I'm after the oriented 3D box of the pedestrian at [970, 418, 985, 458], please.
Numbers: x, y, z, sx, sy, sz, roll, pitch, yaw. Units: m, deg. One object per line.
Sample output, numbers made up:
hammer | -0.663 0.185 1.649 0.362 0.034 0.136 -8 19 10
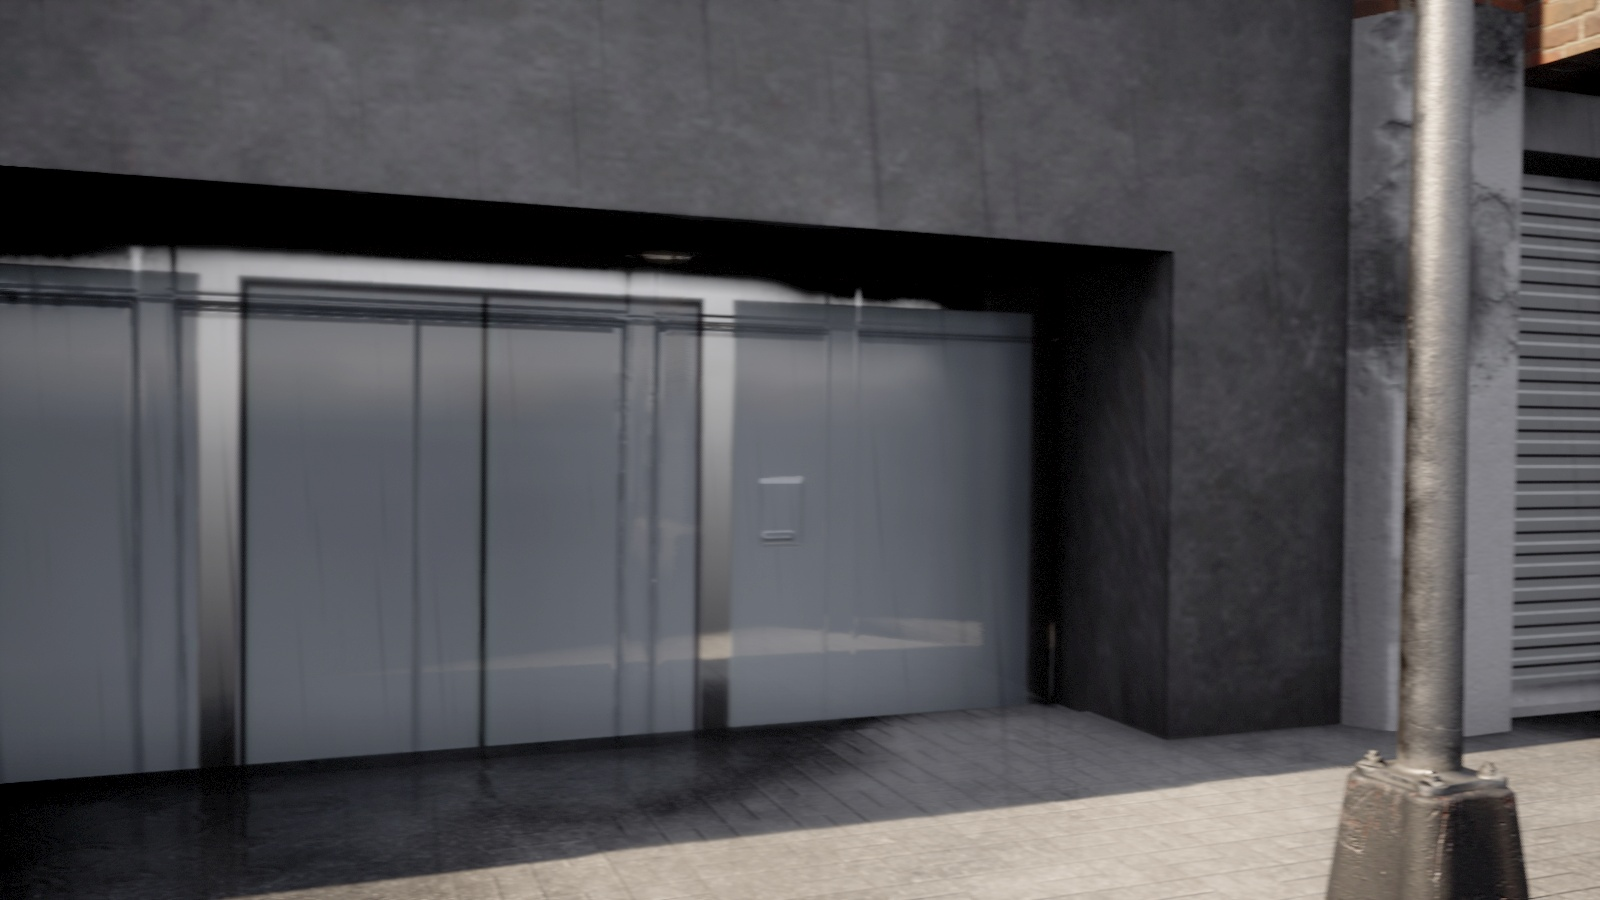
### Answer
pedestrian | 8.511 -0.571 60.301 0.396 1.930 0.692 -1 1 -22
